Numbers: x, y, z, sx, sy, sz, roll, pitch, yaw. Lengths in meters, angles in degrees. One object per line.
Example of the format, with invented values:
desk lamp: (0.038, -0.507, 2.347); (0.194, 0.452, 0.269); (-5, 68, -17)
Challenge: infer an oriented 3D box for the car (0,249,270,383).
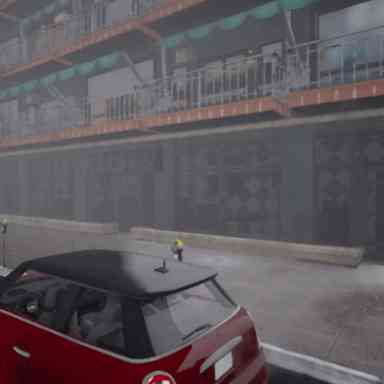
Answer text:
car: (-1.325, 1.397, 3.813); (4.097, 1.590, 1.967); (1, 0, 35)
